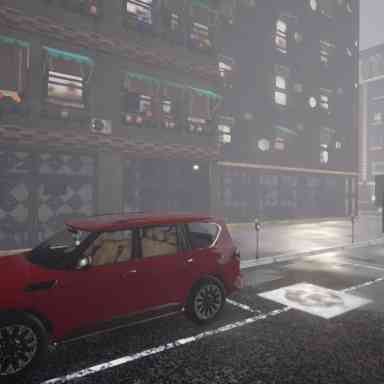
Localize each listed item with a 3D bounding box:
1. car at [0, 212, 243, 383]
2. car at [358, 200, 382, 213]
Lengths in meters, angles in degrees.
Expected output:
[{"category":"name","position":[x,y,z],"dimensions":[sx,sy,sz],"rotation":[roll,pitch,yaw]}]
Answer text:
[{"category":"car","position":[-1.362,1.316,5.583],"dimensions":[5.009,1.841,2.192],"rotation":[0,1,-35]},{"category":"car","position":[20.164,1.538,37.360],"dimensions":[1.887,1.381,4.507],"rotation":[1,0,-36]}]
